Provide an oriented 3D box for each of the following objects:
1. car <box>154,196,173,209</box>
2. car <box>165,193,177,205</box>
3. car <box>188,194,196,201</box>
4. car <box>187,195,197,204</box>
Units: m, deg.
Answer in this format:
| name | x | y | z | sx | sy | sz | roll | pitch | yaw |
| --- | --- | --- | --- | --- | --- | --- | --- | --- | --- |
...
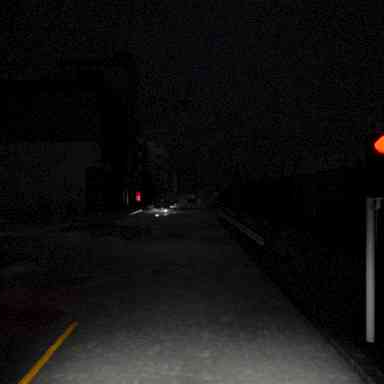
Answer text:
| name | x | y | z | sx | sy | sz | roll | pitch | yaw |
| --- | --- | --- | --- | --- | --- | --- | --- | --- | --- |
| car | -4.066 | 1.564 | 45.730 | 1.994 | 1.385 | 4.181 | 0 | 0 | 0 |
| car | -4.052 | 1.352 | 55.461 | 2.097 | 1.767 | 4.553 | 0 | 0 | 0 |
| car | 0.044 | 1.310 | 76.733 | 1.882 | 1.535 | 5.008 | 0 | 0 | 0 |
| car | 0.040 | 1.491 | 66.313 | 2.128 | 1.511 | 4.902 | 0 | 0 | 0 |
